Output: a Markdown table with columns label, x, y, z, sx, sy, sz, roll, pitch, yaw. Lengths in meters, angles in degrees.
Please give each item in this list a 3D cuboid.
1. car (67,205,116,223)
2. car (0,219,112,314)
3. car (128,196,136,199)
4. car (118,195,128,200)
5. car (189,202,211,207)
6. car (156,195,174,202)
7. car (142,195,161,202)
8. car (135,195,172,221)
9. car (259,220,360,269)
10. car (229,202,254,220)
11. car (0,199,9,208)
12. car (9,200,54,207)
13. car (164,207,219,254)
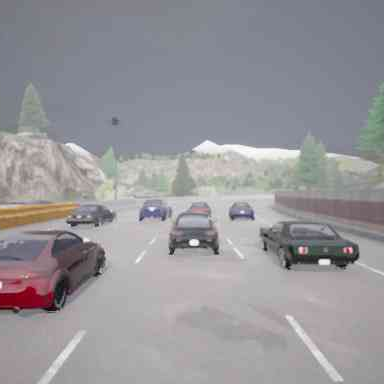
| label | x | y | z | sx | sy | sz | roll | pitch | yaw |
| --- | --- | --- | --- | --- | --- | --- | --- | --- | --- |
| car | -6.740 | 1.560 | 22.727 | 2.033 | 1.411 | 5.357 | 0 | 0 | 3 |
| car | -3.435 | 1.570 | 7.732 | 1.994 | 1.385 | 4.181 | 0 | 0 | 0 |
| car | -12.277 | 1.520 | 77.855 | 1.994 | 1.385 | 4.181 | 0 | 0 | 22 |
| car | -15.651 | 1.553 | 78.862 | 1.812 | 1.442 | 4.674 | 0 | 0 | 22 |
| car | 0.687 | 1.567 | 28.527 | 1.994 | 1.385 | 4.181 | 0 | 0 | 5 |
| car | -6.010 | 1.473 | 74.697 | 1.837 | 1.490 | 4.892 | 0 | 0 | 22 |
| car | -9.223 | 1.510 | 76.084 | 2.033 | 1.411 | 5.357 | 0 | 0 | 22 |
| car | -2.901 | 1.360 | 27.528 | 2.097 | 1.767 | 4.553 | 0 | 0 | 4 |
| car | 3.571 | 1.597 | 11.158 | 1.895 | 1.301 | 4.718 | 0 | 0 | 0 |
| car | 4.190 | 1.562 | 28.455 | 1.994 | 1.385 | 4.181 | 0 | 0 | 5 |
| car | -19.725 | 1.633 | 36.731 | 1.895 | 1.301 | 4.718 | 0 | 0 | 8 |
| car | -16.416 | 1.575 | 35.201 | 2.033 | 1.411 | 5.357 | 0 | 0 | 7 |
| car | 0.064 | 1.527 | 13.416 | 1.812 | 1.442 | 4.674 | 0 | 0 | 0 |
